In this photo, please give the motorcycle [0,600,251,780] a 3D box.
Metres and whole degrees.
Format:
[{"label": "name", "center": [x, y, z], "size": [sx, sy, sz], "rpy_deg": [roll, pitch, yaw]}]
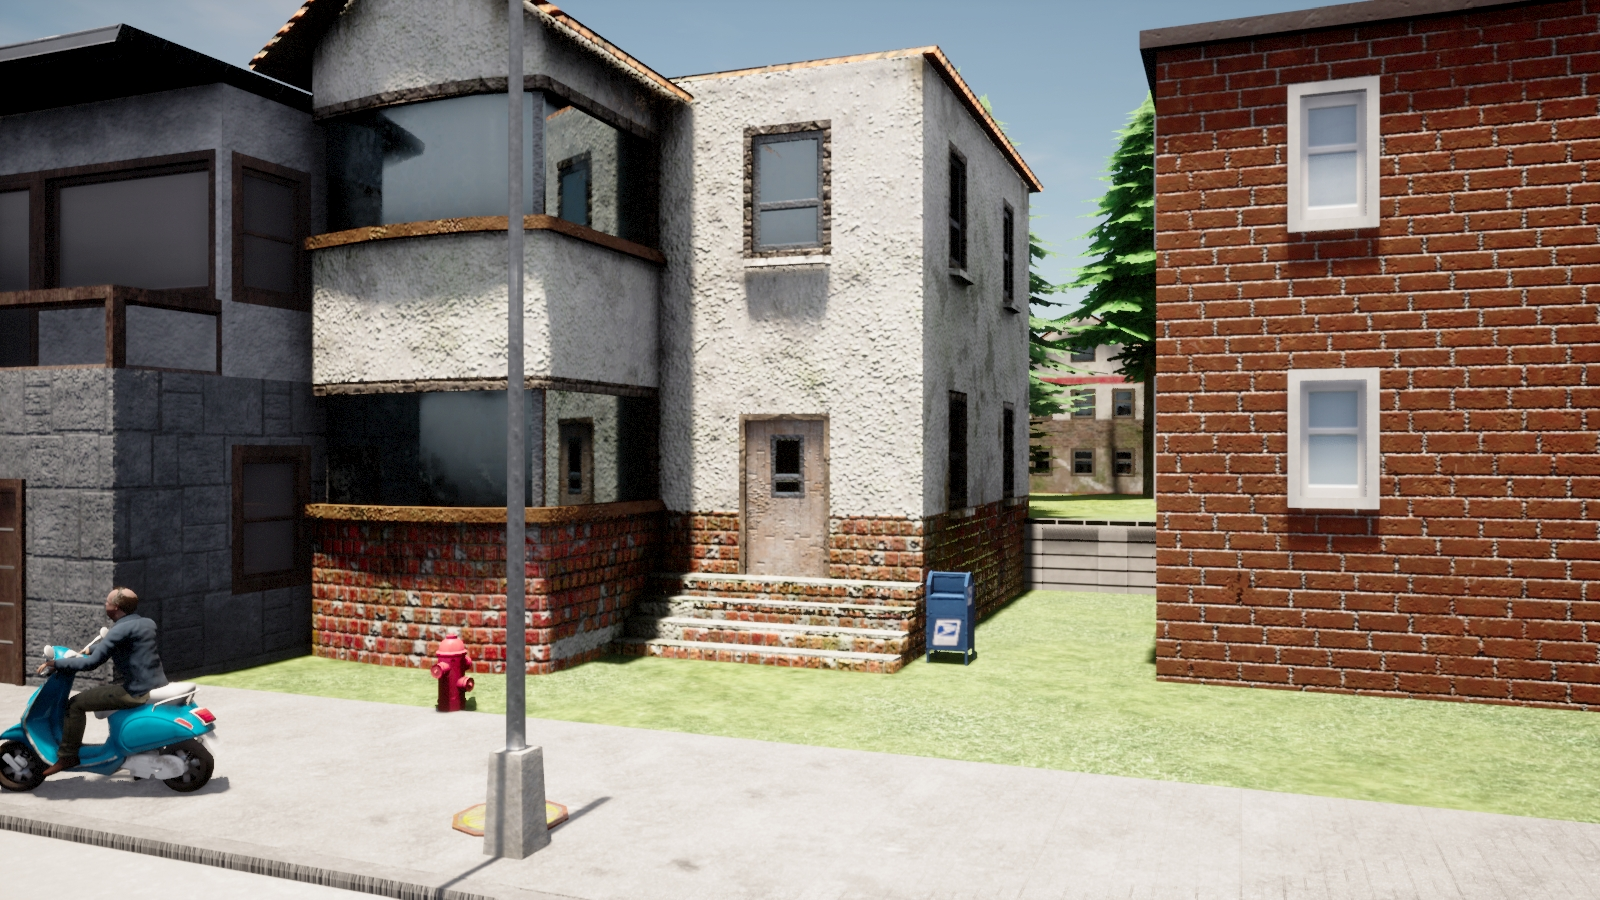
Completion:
[{"label": "motorcycle", "center": [-5.442, 1.858, 9.019], "size": [1.805, 1.236, 0.856], "rpy_deg": [0, 0, 1]}]
